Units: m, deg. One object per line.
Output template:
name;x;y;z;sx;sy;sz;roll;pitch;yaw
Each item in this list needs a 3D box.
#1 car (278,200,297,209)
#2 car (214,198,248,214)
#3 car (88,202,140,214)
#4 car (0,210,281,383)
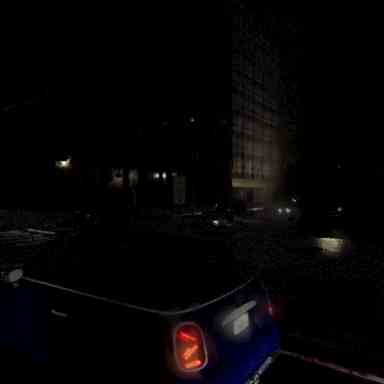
car;14.957;1.906;50.975;2.033;1.411;5.357;1;0;35
car;4.230;1.457;36.021;2.097;1.767;4.553;1;0;35
car;-5.635;1.424;22.127;1.882;1.535;5.008;1;0;35
car;-1.243;1.308;4.556;4.553;1.767;2.097;1;0;35
